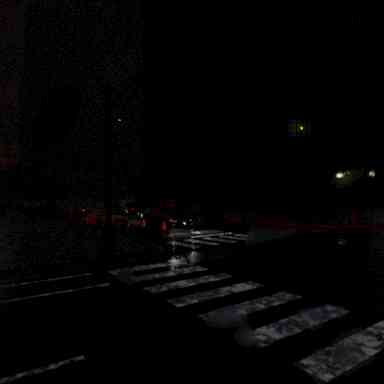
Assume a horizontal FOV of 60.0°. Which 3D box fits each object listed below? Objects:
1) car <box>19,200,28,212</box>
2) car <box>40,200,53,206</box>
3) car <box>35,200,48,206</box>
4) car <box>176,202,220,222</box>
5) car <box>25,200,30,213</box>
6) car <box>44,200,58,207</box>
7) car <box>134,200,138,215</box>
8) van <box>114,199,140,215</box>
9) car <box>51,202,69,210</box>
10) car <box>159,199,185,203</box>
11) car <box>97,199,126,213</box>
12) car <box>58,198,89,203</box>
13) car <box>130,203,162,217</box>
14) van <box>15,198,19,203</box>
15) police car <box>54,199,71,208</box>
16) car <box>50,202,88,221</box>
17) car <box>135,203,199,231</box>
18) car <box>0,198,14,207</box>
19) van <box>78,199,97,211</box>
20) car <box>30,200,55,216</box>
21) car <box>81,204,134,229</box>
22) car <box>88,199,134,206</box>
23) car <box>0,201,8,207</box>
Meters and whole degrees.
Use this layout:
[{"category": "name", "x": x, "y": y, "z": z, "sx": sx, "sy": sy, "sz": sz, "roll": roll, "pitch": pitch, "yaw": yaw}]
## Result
[{"category": "car", "x": -23.358, "y": 2.153, "z": 48.416, "sx": 1.967, "sy": 1.590, "sz": 4.097, "roll": -1, "pitch": 0, "yaw": -35}, {"category": "car", "x": -34.749, "y": 2.653, "z": 79.170, "sx": 1.947, "sy": 1.339, "sz": 4.313, "roll": -1, "pitch": 0, "yaw": -35}, {"category": "car", "x": -37.762, "y": 2.703, "z": 83.411, "sx": 2.008, "sy": 1.369, "sz": 4.403, "roll": -1, "pitch": 0, "yaw": -35}, {"category": "car", "x": 0.581, "y": 1.822, "z": 29.450, "sx": 1.887, "sy": 1.381, "sz": 4.507, "roll": -1, "pitch": 0, "yaw": -35}, {"category": "car", "x": -20.527, "y": 2.192, "z": 44.434, "sx": 1.887, "sy": 1.381, "sz": 4.507, "roll": -1, "pitch": 0, "yaw": -35}, {"category": "car", "x": -31.735, "y": 2.588, "z": 74.929, "sx": 1.947, "sy": 1.339, "sz": 4.313, "roll": -1, "pitch": 0, "yaw": -35}, {"category": "car", "x": -6.768, "y": 1.916, "z": 35.208, "sx": 1.837, "sy": 1.490, "sz": 4.892, "roll": 0, "pitch": -1, "yaw": -35}, {"category": "van", "x": -8.249, "y": 1.825, "z": 41.901, "sx": 1.690, "sy": 1.788, "sz": 3.998, "roll": -1, "pitch": 0, "yaw": -35}, {"category": "car", "x": -23.231, "y": 2.394, "z": 58.385, "sx": 1.895, "sy": 1.301, "sz": 4.718, "roll": 0, "pitch": -1, "yaw": -35}, {"category": "car", "x": -2.366, "y": 1.661, "z": 33.601, "sx": 2.192, "sy": 1.841, "sz": 5.009, "roll": -1, "pitch": 0, "yaw": -35}, {"category": "car", "x": -11.191, "y": 1.868, "z": 46.051, "sx": 2.192, "sy": 1.841, "sz": 5.009, "roll": -1, "pitch": 0, "yaw": -35}, {"category": "car", "x": -13.760, "y": 1.750, "z": 39.544, "sx": 2.150, "sy": 2.045, "sz": 5.566, "roll": 0, "pitch": -1, "yaw": -35}, {"category": "car", "x": -5.302, "y": 1.997, "z": 37.751, "sx": 1.802, "sy": 1.307, "sz": 4.206, "roll": -1, "pitch": 0, "yaw": -35}, {"category": "van", "x": -26.191, "y": 2.119, "z": 52.399, "sx": 1.690, "sy": 1.788, "sz": 3.998, "roll": -1, "pitch": 0, "yaw": -35}, {"category": "police car", "x": -25.460, "y": 2.300, "z": 65.428, "sx": 1.930, "sy": 1.638, "sz": 5.238, "roll": 0, "pitch": -1, "yaw": -35}, {"category": "car", "x": -12.036, "y": 2.000, "z": 32.485, "sx": 2.008, "sy": 1.369, "sz": 4.403, "roll": -1, "pitch": 0, "yaw": -35}, {"category": "car", "x": -1.850, "y": 1.754, "z": 22.803, "sx": 1.837, "sy": 1.490, "sz": 4.892, "roll": 0, "pitch": -1, "yaw": -35}, {"category": "car", "x": -41.294, "y": 2.663, "z": 73.662, "sx": 1.887, "sy": 1.381, "sz": 4.507, "roll": -1, "pitch": 0, "yaw": -35}, {"category": "van", "x": -17.074, "y": 2.030, "z": 54.352, "sx": 1.690, "sy": 1.788, "sz": 3.998, "roll": -1, "pitch": 0, "yaw": -35}, {"category": "car", "x": -17.702, "y": 1.897, "z": 40.451, "sx": 2.192, "sy": 1.841, "sz": 5.009, "roll": -1, "pitch": 0, "yaw": -35}, {"category": "car", "x": -6.279, "y": 1.840, "z": 24.381, "sx": 1.752, "sy": 1.417, "sz": 4.829, "roll": -1, "pitch": 0, "yaw": -35}, {"category": "car", "x": -7.605, "y": 1.736, "z": 30.866, "sx": 2.097, "sy": 1.767, "sz": 4.553, "roll": 0, "pitch": -1, "yaw": -35}, {"category": "car", "x": -44.407, "y": 2.767, "z": 78.045, "sx": 1.802, "sy": 1.307, "sz": 4.206, "roll": -1, "pitch": 0, "yaw": -35}]
